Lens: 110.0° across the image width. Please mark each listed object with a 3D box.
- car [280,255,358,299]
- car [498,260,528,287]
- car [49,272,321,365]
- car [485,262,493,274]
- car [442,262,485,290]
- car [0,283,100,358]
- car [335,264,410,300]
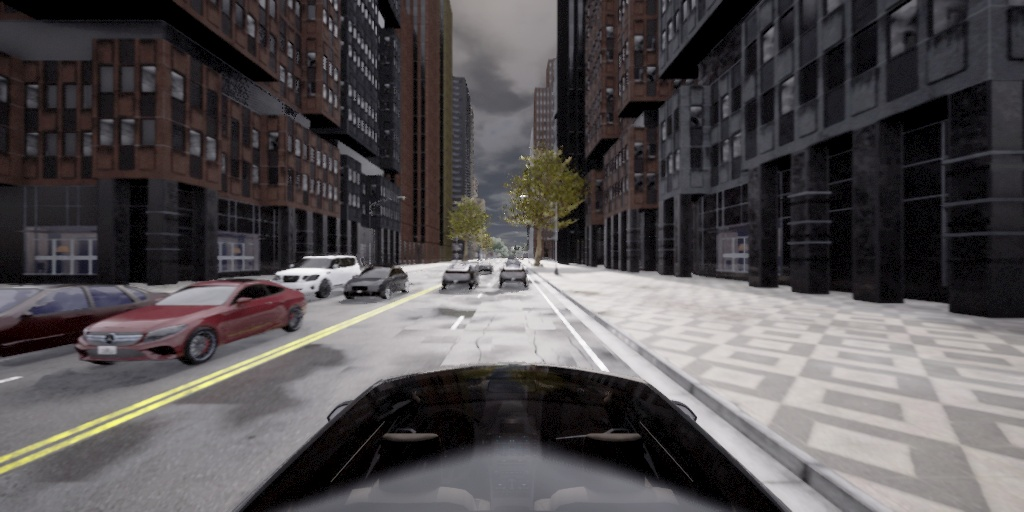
[{"bbox_3d":[-9.782,0.971,18.559,2.150,2.045,5.566,0,0,0],"label":"car"},{"bbox_3d":[0.084,1.247,24.813,2.128,1.511,4.902,0,0,0],"label":"car"},{"bbox_3d":[-6.585,1.276,8.173,1.812,1.442,4.674,0,0,0],"label":"car"},{"bbox_3d":[-3.159,1.354,41.501,1.895,1.301,4.718,0,0,0],"label":"car"},{"bbox_3d":[-3.173,1.245,22.676,2.128,1.511,4.902,0,0,0],"label":"car"},{"bbox_3d":[-9.842,1.297,7.605,2.033,1.411,5.357,0,0,0],"label":"car"},{"bbox_3d":[-6.539,1.256,17.837,1.837,1.490,4.892,0,0,0],"label":"car"}]
